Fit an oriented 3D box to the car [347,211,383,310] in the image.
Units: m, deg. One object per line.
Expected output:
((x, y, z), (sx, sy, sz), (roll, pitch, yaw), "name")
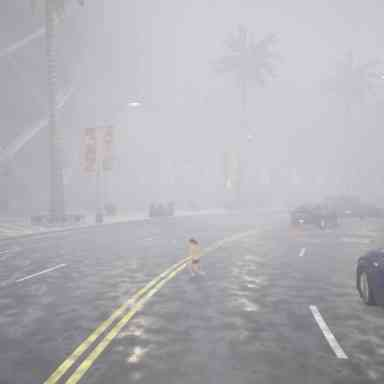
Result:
((4.237, 1.351, 5.027), (2.097, 1.767, 4.553), (0, 0, 8), "car")

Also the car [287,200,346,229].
((8.210, 1.505, 21.891), (1.837, 1.490, 4.892), (0, 0, 42), "car")

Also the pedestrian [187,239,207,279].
((0.067, 1.674, 8.649), (0.500, 1.100, 0.500), (0, 0, 13), "pedestrian")

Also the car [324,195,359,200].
((13.807, 1.328, 31.634), (5.566, 2.045, 2.150), (0, 0, -32), "car")

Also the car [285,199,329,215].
((11.960, 1.536, 34.605), (4.674, 1.442, 1.812), (0, 0, -32), "car")

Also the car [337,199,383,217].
((14.441, 1.564, 28.208), (4.181, 1.385, 1.994), (0, 0, -32), "car")
